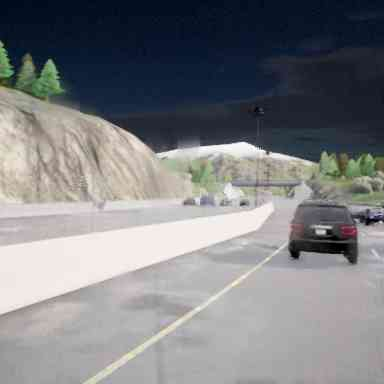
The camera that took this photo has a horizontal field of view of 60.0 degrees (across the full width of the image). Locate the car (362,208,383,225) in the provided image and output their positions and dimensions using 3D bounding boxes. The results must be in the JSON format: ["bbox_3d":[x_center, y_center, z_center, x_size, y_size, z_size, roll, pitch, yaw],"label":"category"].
[{"bbox_3d":[14.591,1.913,26.419,1.895,1.301,4.718,0,0,20],"label":"car"}]

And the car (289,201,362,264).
[{"bbox_3d":[5.150,1.356,12.813,2.150,2.045,5.566,0,0,25],"label":"car"}]

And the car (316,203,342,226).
[{"bbox_3d":[11.404,1.797,27.894,1.837,1.490,4.892,0,0,20],"label":"car"}]
